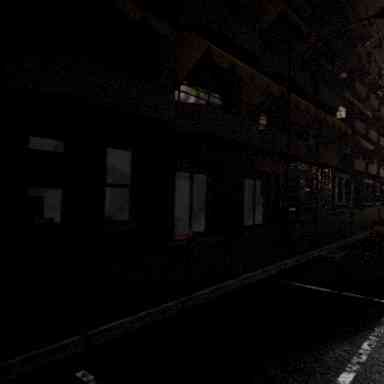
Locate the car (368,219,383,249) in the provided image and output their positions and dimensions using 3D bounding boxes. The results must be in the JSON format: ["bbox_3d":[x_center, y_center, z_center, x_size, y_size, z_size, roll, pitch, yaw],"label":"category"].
[{"bbox_3d":[8.516,1.514,13.590,1.752,1.417,4.829,3,2,41],"label":"car"}]
